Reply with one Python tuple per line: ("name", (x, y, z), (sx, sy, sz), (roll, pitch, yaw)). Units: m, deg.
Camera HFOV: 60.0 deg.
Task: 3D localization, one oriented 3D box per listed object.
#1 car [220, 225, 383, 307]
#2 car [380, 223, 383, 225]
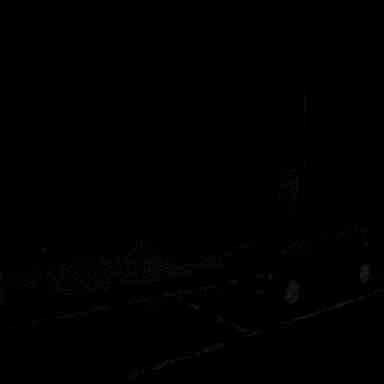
("car", (2.697, 1.610, 8.104), (4.507, 1.381, 1.887), (1, 0, -35))
("car", (7.186, 1.684, 11.299), (4.313, 1.339, 1.947), (1, 0, -35))
